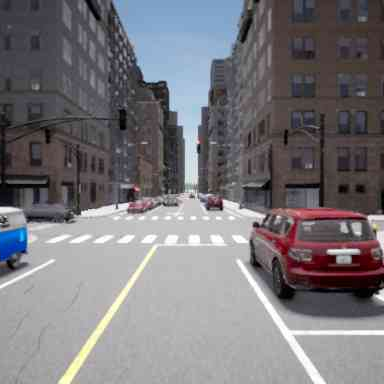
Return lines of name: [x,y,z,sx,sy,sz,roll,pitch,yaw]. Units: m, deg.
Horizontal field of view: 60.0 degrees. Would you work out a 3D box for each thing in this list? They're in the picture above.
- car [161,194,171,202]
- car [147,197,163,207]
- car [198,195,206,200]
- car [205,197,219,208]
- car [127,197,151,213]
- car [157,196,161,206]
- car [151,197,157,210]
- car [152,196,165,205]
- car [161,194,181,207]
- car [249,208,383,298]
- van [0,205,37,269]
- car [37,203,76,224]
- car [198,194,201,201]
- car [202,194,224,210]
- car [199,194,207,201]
car: [-5.769,1.369,73.883,1.967,1.590,4.097,-1,0,0]
car: [-5.768,1.501,51.861,1.947,1.339,4.313,-1,0,0]
car: [2.758,1.475,90.397,1.887,1.381,4.507,-1,0,0]
car: [2.756,1.465,46.527,1.752,1.417,4.829,-1,0,0]
car: [-5.769,1.532,35.347,1.802,1.307,4.206,-1,0,0]
car: [-5.769,1.465,46.186,1.752,1.417,4.829,-1,0,0]
car: [-5.770,1.384,40.852,1.967,1.590,4.097,-1,0,0]
car: [-5.769,1.458,57.197,1.752,1.417,4.829,-1,0,0]
car: [-3.071,1.289,48.971,2.097,1.767,4.553,0,0,0]
car: [2.751,1.304,8.408,2.192,1.841,5.009,-1,0,0]
van: [-5.773,1.329,8.408,1.690,1.788,3.998,-1,0,0]
car: [-10.480,1.447,23.530,4.181,1.385,1.994,0,1,0]
car: [2.757,1.480,68.376,2.008,1.369,4.403,-1,0,0]
car: [2.753,1.260,40.852,2.192,1.841,5.009,-1,0,0]
car: [2.756,1.370,84.893,1.967,1.590,4.097,-1,0,0]
